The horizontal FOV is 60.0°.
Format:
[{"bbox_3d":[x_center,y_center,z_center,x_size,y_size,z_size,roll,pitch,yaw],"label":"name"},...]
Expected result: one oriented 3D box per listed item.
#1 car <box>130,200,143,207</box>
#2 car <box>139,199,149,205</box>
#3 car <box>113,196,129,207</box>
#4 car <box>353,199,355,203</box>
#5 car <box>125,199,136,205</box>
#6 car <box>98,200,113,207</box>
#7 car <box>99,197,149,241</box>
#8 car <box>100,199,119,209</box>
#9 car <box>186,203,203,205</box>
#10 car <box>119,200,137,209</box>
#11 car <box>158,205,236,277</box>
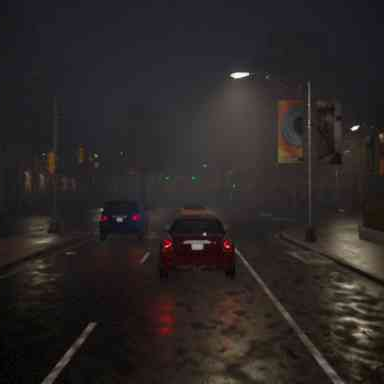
[{"bbox_3d":[-11.189,2.282,67.582,1.994,1.385,4.181,0,-1,0],"label":"car"},{"bbox_3d":[-11.141,2.356,77.622,1.812,1.442,4.674,0,-1,0],"label":"car"},{"bbox_3d":[-14.680,1.967,69.398,2.150,2.045,5.566,0,-1,0],"label":"car"},{"bbox_3d":[34.770,2.257,70.422,2.231,1.521,4.892,0,-1,0],"label":"car"},{"bbox_3d":[-14.633,2.402,79.396,1.994,1.385,4.181,0,-1,0],"label":"car"},{"bbox_3d":[-17.930,2.334,69.273,1.895,1.301,4.718,0,-1,0],"label":"car"},{"bbox_3d":[-3.605,1.417,18.189,2.150,2.045,5.566,0,-1,-5],"label":"car"},{"bbox_3d":[-14.728,2.128,59.630,2.128,1.511,4.902,0,-1,0],"label":"car"},{"bbox_3d":[0.213,1.628,25.467,2.097,1.767,4.553,0,-1,0],"label":"car"},{"bbox_3d":[-11.249,2.120,58.679,2.128,1.511,4.902,0,-1,1],"label":"car"},{"bbox_3d":[0.149,1.470,10.800,2.097,1.767,4.553,0,-1,0],"label":"car"}]
